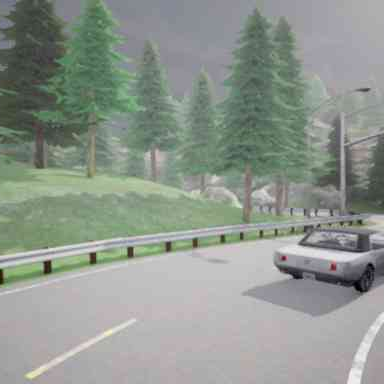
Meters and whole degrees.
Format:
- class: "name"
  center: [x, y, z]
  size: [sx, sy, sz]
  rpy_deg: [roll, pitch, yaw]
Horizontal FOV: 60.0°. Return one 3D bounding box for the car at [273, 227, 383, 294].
- class: "car"
  center: [4.297, 1.600, 8.907]
  size: [4.718, 1.301, 1.895]
  rpy_deg: [0, 0, -41]
